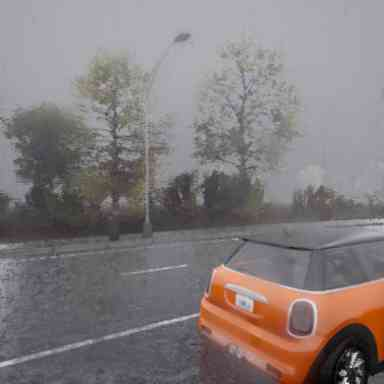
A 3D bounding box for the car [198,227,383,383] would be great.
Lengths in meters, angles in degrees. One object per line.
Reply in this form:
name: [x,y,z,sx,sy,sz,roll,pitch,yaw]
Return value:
car: [2.408,1.336,5.124,4.553,1.767,2.097,0,0,-33]
